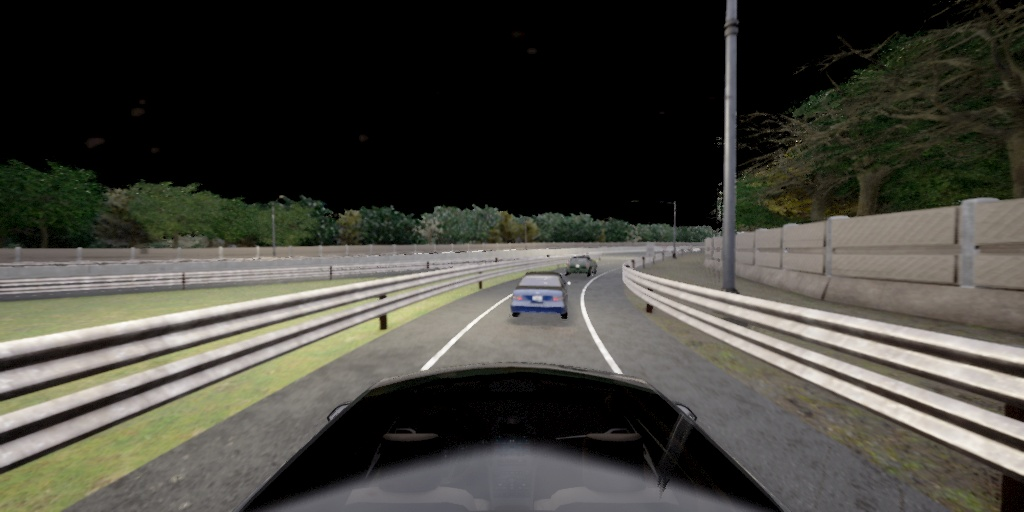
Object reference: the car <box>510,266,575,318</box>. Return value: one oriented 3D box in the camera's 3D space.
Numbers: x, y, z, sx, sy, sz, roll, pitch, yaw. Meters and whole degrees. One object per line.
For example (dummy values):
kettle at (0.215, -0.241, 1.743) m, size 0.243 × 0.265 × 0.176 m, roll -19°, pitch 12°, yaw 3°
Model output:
car at (1.123, 1.270, 13.057) m, size 2.033 × 1.411 × 5.357 m, roll 0°, pitch 1°, yaw 9°

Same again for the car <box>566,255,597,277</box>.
car at (6.122, 0.784, 31.175) m, size 2.097 × 1.767 × 4.553 m, roll 1°, pitch 2°, yaw 21°
